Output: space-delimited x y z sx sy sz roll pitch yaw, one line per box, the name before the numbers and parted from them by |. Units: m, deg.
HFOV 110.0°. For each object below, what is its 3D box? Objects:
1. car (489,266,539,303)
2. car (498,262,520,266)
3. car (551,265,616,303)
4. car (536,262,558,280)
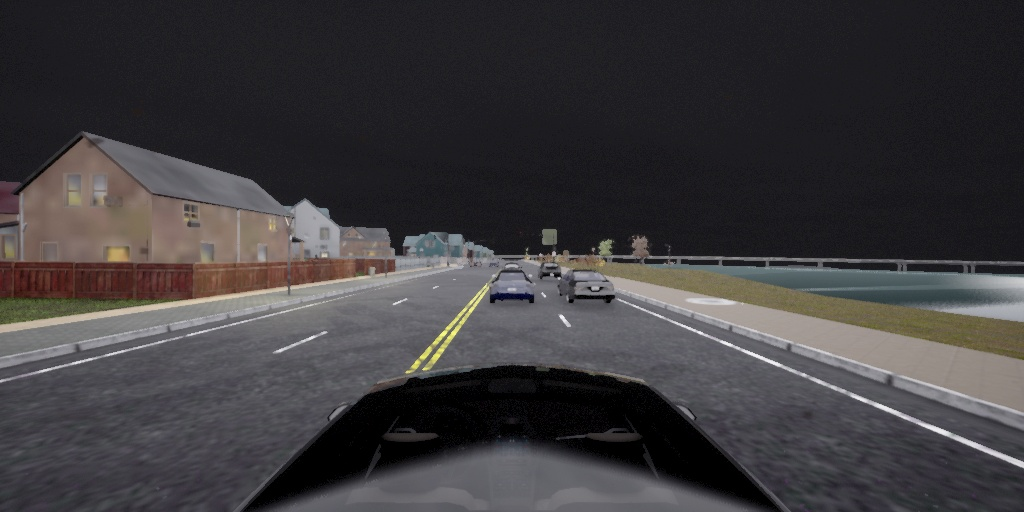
car | 0.000 1.322 16.501 1.994 1.385 4.181 0 0 0
car | 0.001 1.291 31.501 1.812 1.442 4.674 0 0 0
car | 3.250 1.313 16.501 2.033 1.411 5.357 0 0 0
car | 3.250 1.274 31.501 1.837 1.490 4.892 0 0 0
